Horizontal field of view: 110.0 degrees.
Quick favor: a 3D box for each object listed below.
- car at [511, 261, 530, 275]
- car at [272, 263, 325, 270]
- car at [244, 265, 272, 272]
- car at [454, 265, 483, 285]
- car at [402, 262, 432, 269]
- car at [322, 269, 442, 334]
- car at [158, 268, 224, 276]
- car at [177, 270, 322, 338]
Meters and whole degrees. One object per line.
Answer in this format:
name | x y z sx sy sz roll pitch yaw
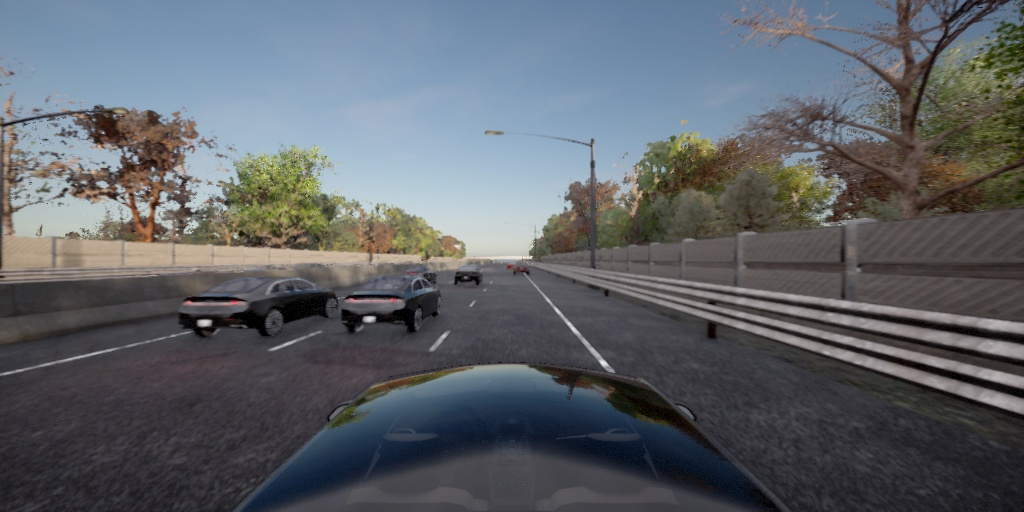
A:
car | 1.212 1.522 47.035 2.097 1.767 4.553 0 -1 0
car | -17.594 1.358 30.419 2.097 1.767 4.553 0 0 0
car | -21.092 1.501 30.795 2.128 1.511 4.902 0 -1 0
car | -3.405 1.471 28.890 1.882 1.535 5.008 0 -1 0
car | -6.906 1.470 27.214 2.128 1.511 4.902 0 -1 0
car | -3.402 1.325 10.988 2.128 1.511 4.902 0 -1 0
car | -24.599 1.585 27.896 1.895 1.301 4.718 0 -1 0
car | -6.901 1.320 10.474 2.128 1.511 4.902 0 -1 0
